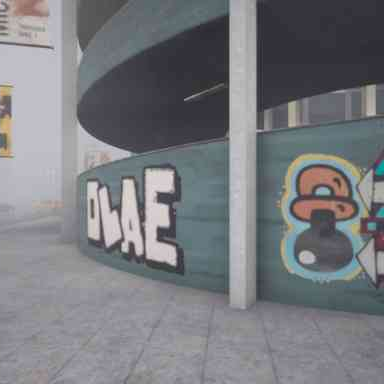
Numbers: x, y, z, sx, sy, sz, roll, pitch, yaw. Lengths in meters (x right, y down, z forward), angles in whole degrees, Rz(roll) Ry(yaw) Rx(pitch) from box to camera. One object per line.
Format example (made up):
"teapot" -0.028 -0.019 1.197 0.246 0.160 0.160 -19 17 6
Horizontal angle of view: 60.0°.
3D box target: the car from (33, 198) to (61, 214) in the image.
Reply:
"car" -14.991 1.461 36.083 1.801 1.575 5.366 0 0 6

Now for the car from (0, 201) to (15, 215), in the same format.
"car" -18.865 1.495 31.505 2.128 1.511 4.902 0 0 5
